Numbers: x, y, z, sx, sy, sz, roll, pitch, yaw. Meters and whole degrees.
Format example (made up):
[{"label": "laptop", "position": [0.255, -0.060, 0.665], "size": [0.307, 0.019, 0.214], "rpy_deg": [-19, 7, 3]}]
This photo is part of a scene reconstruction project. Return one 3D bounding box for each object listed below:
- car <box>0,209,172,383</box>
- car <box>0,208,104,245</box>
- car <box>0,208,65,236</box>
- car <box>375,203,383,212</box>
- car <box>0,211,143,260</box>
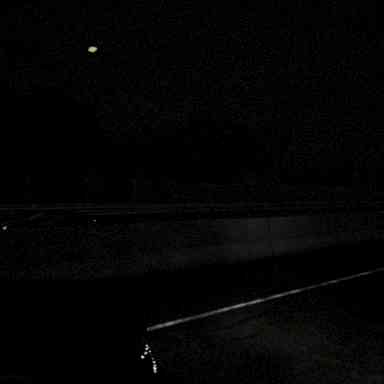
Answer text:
[{"label": "car", "position": [-2.803, 1.208, 1.746], "size": [5.566, 2.045, 2.150], "rpy_deg": [1, 0, -36]}, {"label": "car", "position": [-6.923, 1.565, 16.255], "size": [4.674, 1.442, 1.812], "rpy_deg": [1, 0, -36]}, {"label": "car", "position": [-9.773, 1.630, 18.520], "size": [4.718, 1.301, 1.895], "rpy_deg": [1, 0, -36]}, {"label": "car", "position": [26.176, 2.073, 44.167], "size": [4.181, 1.385, 1.994], "rpy_deg": [1, -1, -35]}, {"label": "car", "position": [-4.847, 1.587, 13.435], "size": [5.357, 1.411, 2.033], "rpy_deg": [1, 0, -36]}]
